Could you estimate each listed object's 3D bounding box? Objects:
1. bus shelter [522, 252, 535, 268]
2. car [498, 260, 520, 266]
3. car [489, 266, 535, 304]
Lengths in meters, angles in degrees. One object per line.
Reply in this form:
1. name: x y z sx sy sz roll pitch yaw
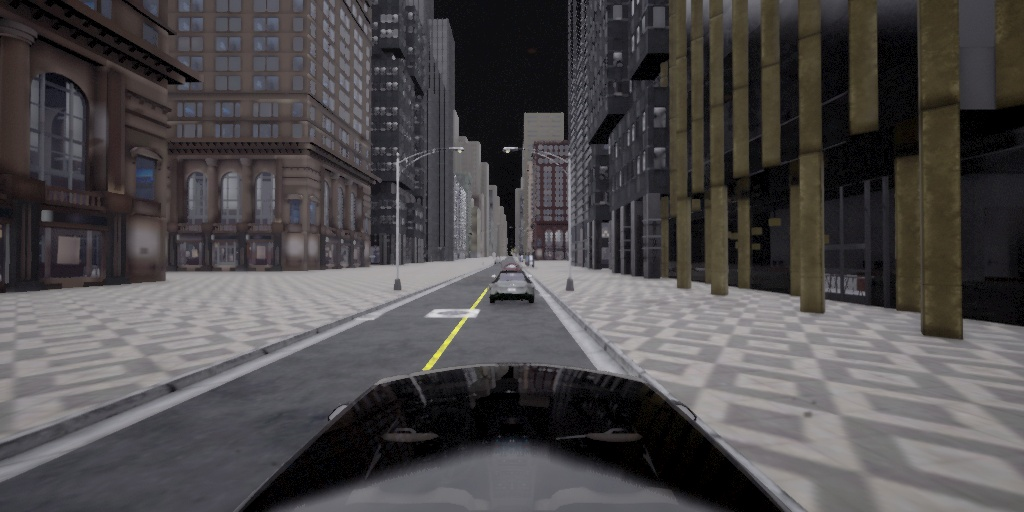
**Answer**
1. bus shelter: 3.119 0.738 61.592 1.920 2.740 3.880 0 0 0
2. car: -0.007 1.325 31.495 1.812 1.442 4.674 0 0 0
3. car: -0.002 1.334 16.494 1.994 1.385 4.181 0 0 0
